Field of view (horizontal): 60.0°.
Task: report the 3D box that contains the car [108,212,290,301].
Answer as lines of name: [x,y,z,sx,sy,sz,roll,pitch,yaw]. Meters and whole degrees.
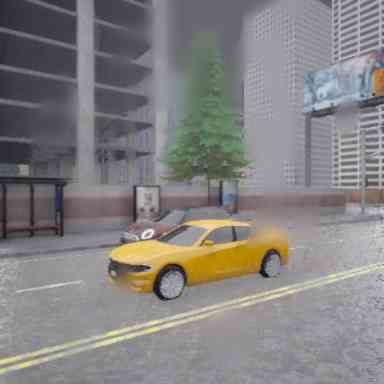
car: [0.376,1.469,8.513,5.008,1.535,1.882,0,0,-35]

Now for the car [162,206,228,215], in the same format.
car: [-0.324,1.340,12.301,4.553,1.767,2.097,0,0,-35]
